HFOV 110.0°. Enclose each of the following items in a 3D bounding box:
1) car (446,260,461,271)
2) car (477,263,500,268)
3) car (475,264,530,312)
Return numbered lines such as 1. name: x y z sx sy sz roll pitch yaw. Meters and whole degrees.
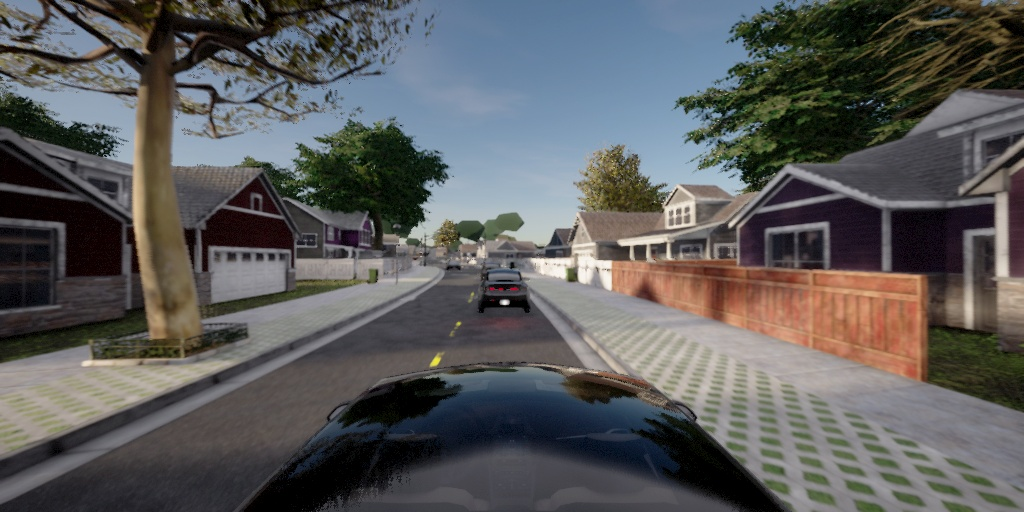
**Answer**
1. car: -8.163 1.250 50.161 1.882 1.535 5.008 0 0 -12
2. car: -1.700 1.261 29.227 1.837 1.490 4.892 0 0 -7
3. car: -0.356 1.256 14.142 1.837 1.490 4.892 0 0 -3
